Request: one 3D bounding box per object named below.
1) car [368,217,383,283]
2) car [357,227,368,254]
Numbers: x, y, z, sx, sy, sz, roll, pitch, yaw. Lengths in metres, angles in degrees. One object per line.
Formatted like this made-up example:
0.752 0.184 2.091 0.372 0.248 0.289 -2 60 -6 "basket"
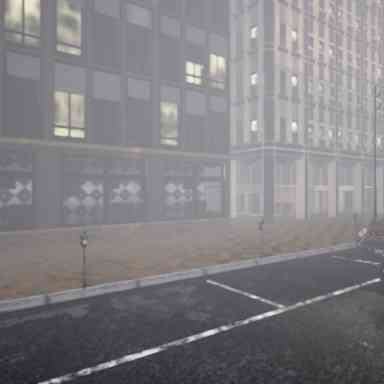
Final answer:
6.518 1.347 8.029 4.553 1.767 2.097 0 0 -36 "car"
7.797 1.434 12.126 4.097 1.590 1.967 0 0 -36 "car"
